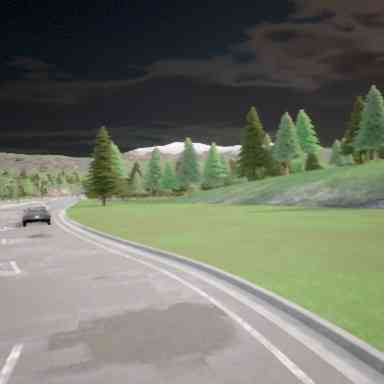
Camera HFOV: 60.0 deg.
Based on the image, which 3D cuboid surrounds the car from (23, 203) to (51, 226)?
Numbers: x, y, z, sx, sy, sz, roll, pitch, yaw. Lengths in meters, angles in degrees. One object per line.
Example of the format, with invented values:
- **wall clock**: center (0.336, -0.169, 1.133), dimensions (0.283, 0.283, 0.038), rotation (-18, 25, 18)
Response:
- **car**: center (-12.389, 1.840, 26.559), dimensions (1.994, 1.385, 4.181), rotation (-1, 0, -26)
